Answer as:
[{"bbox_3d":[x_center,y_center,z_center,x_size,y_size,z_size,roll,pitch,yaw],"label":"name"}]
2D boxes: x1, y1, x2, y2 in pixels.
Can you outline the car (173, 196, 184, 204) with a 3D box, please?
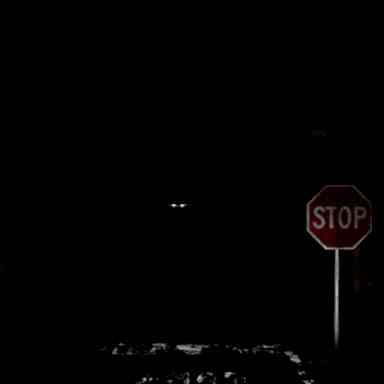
[{"bbox_3d":[-2.601,1.612,65.437,1.882,1.535,5.008,0,0,0],"label":"car"}]
